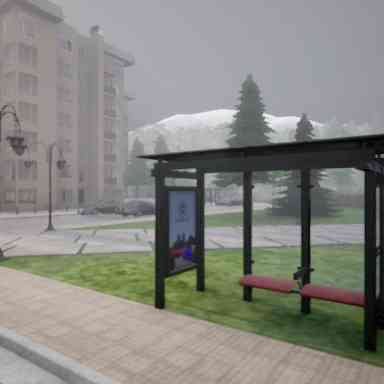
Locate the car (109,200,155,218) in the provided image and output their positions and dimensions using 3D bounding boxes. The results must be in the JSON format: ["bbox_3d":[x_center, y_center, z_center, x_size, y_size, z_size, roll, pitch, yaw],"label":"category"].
[{"bbox_3d":[-4.570,1.530,30.208,2.033,1.411,5.357,0,0,36],"label":"car"}]

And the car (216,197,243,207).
[{"bbox_3d":[5.782,1.531,50.610,2.033,1.411,5.357,0,0,36],"label":"car"}]

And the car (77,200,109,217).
[{"bbox_3d":[-8.394,1.474,31.202,2.128,1.511,4.902,0,0,36],"label":"car"}]
